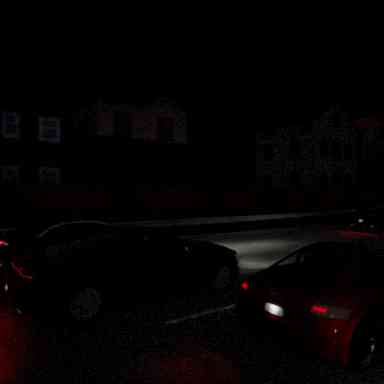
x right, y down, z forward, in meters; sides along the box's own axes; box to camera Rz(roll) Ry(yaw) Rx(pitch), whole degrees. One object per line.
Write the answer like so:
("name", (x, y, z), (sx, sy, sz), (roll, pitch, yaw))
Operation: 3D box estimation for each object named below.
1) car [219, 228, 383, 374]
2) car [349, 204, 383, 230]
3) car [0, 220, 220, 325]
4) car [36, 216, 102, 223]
("car", (2.752, 1.576, 5.709), (4.181, 1.385, 1.994), (0, 0, -36))
("car", (11.837, 1.525, 20.787), (5.008, 1.535, 1.882), (0, 0, -36))
("car", (-1.178, 1.484, 7.205), (5.008, 1.535, 1.882), (0, 0, -35))
("car", (-3.193, 1.498, 10.066), (4.902, 1.511, 2.128), (0, 0, -36))
